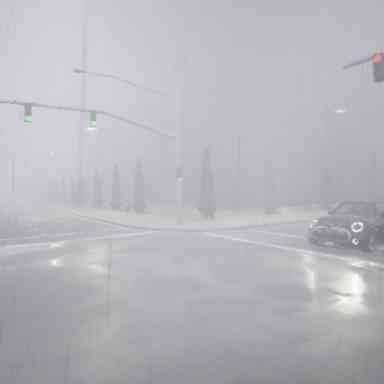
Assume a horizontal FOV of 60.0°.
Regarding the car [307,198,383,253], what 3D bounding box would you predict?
[{"bbox_3d":[6.348,1.085,12.493,4.553,1.767,2.097,-2,1,-37],"label":"car"}]
